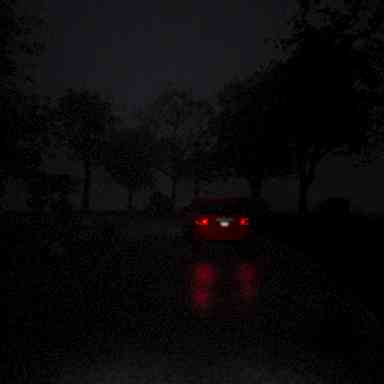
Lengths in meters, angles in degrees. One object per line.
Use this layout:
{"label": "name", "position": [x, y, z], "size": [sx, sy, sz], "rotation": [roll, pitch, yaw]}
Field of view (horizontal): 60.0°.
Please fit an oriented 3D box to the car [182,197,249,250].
{"label": "car", "position": [0.864, 1.233, 14.517], "size": [2.150, 2.045, 5.566], "rotation": [1, 0, -6]}
